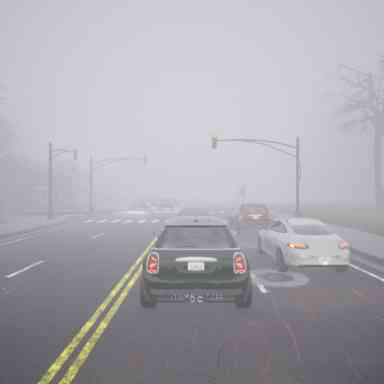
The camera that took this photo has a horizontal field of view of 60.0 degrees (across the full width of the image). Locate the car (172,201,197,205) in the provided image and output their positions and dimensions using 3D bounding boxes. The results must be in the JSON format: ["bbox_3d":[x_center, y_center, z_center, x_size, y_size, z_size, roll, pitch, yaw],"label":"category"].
[{"bbox_3d":[0.061,1.478,17.351,1.882,1.535,5.008,0,0,0],"label":"car"}]

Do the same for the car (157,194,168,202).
[{"bbox_3d":[-6.416,1.323,73.096,2.097,1.767,4.553,0,0,0],"label":"car"}]

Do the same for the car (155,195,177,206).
[{"bbox_3d":[-3.298,1.498,43.372,1.837,1.490,4.892,0,0,0],"label":"car"}]

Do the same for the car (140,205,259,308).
[{"bbox_3d":[0.085,1.352,8.086,2.097,1.767,4.553,0,0,0],"label":"car"}]

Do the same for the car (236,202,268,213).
[{"bbox_3d":[3.331,1.352,19.434,2.097,1.767,4.553,0,0,0],"label":"car"}]

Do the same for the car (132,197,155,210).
[{"bbox_3d":[-6.593,1.484,43.538,2.128,1.511,4.902,0,0,2],"label":"car"}]

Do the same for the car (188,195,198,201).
[{"bbox_3d":[0.166,1.466,70.417,2.128,1.511,4.902,0,0,0],"label":"car"}]

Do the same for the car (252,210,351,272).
[{"bbox_3d":[3.345,1.526,10.640,1.812,1.442,4.674,0,0,0],"label":"car"}]

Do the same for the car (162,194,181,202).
[{"bbox_3d":[-3.282,1.476,53.109,2.128,1.511,4.902,0,0,0],"label":"car"}]

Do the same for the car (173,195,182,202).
[{"bbox_3d":[-3.167,1.468,72.644,1.837,1.490,4.892,0,0,0],"label":"car"}]
